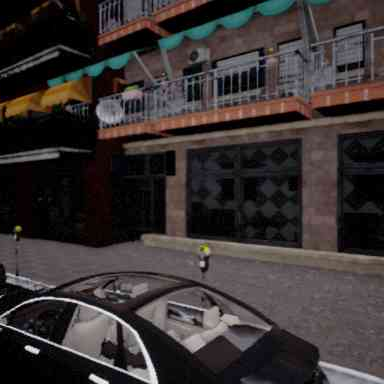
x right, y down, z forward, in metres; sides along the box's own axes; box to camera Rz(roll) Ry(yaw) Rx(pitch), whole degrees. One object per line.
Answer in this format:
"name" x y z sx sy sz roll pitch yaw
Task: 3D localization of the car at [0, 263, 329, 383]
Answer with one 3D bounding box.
"car" -0.911 1.557 3.523 4.403 1.369 2.008 0 0 35
